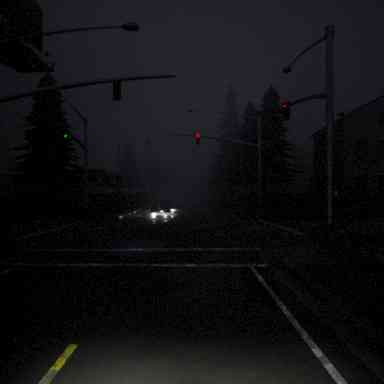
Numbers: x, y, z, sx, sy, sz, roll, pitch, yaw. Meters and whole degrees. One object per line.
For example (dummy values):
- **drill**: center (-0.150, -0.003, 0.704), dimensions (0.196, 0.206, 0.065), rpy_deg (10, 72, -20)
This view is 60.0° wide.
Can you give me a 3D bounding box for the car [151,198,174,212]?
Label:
- **car**: center (-3.468, 1.557, 37.691), dimensions (1.994, 1.385, 4.181), rpy_deg (0, 0, 0)
